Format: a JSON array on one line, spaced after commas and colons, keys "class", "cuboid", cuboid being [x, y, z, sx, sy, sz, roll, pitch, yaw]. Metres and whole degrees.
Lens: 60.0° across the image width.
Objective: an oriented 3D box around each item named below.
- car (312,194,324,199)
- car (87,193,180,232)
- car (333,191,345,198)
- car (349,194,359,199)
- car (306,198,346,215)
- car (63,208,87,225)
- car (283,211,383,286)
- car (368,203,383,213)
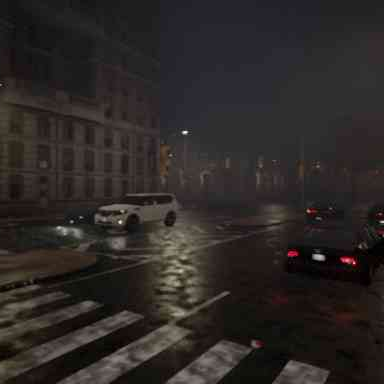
[{"class": "car", "cuboid": [30.646, 1.244, 81.179, 1.895, 1.301, 4.718, 1, 0, 34]}, {"class": "car", "cuboid": [-2.960, 1.070, 19.348, 2.150, 2.045, 5.566, 1, 0, 34]}, {"class": "car", "cuboid": [38.625, 0.886, 87.203, 2.150, 2.045, 5.566, 1, 0, 34]}, {"class": "car", "cuboid": [41.544, 1.233, 85.277, 2.033, 1.411, 5.357, 1, 0, 34]}, {"class": "car", "cuboid": [9.248, 1.410, 22.831, 1.837, 1.490, 4.892, 1, 0, 34]}, {"class": "car", "cuboid": [-5.573, 1.362, 21.740, 2.033, 1.411, 5.357, 1, 0, 34]}, {"class": "car", "cuboid": [4.312, 1.511, 9.491, 2.033, 1.411, 5.357, 1, 0, 36]}, {"class": "car", "cuboid": [12.237, 1.442, 20.997, 1.837, 1.490, 4.892, 1, 0, 34]}]
